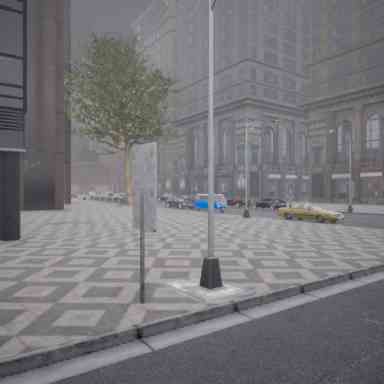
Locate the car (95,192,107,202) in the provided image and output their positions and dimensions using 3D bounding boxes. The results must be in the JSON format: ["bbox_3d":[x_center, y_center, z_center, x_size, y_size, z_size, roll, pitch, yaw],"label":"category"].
[{"bbox_3d":[-14.291,0.911,56.164,2.008,1.369,4.403,1,0,-35],"label":"car"}]

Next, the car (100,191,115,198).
[{"bbox_3d":[-20.196,0.588,79.463,1.887,1.381,4.507,1,0,-35],"label":"car"}]

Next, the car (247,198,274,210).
[{"bbox_3d":[8.796,1.315,38.048,1.947,1.339,4.313,1,0,-35],"label":"car"}]

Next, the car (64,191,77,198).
[{"bbox_3d":[-27.175,0.484,74.570,1.967,1.590,4.097,1,0,-35],"label":"car"}]

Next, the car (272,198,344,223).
[{"bbox_3d":[8.359,1.398,23.803,1.752,1.417,4.829,1,0,-35],"label":"car"}]

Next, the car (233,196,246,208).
[{"bbox_3d":[5.576,1.224,42.649,1.887,1.381,4.507,1,0,-35],"label":"car"}]

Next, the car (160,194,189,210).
[{"bbox_3d":[-1.404,1.230,37.753,2.008,1.369,4.403,1,0,-35],"label":"car"}]

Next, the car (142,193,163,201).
[{"bbox_3d":[-7.311,0.910,61.058,2.008,1.369,4.403,1,0,-35],"label":"car"}]

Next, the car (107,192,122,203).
[{"bbox_3d":[-11.069,0.992,51.562,2.008,1.369,4.403,1,0,-35],"label":"car"}]

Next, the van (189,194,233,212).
[{"bbox_3d":[1.819,1.091,33.150,1.690,1.788,3.998,1,0,-35],"label":"van"}]

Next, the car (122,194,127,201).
[{"bbox_3d":[-7.751,1.051,46.821,1.752,1.417,4.829,1,0,-35],"label":"car"}]

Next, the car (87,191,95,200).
[{"bbox_3d":[-17.512,0.830,60.766,2.008,1.369,4.403,1,0,-35],"label":"car"}]

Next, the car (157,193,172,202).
[{"bbox_3d":[-4.087,0.881,56.457,1.967,1.590,4.097,1,0,-35],"label":"car"}]

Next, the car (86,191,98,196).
[{"bbox_3d":[-26.639,0.472,88.666,1.802,1.307,4.206,1,0,-35],"label":"car"}]
